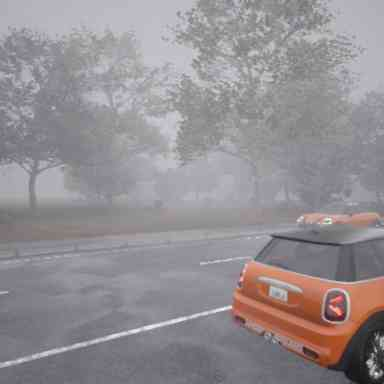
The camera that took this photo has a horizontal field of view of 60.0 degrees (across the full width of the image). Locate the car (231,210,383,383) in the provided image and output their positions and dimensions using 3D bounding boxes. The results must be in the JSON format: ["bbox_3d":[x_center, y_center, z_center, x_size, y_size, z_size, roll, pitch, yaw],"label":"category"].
[{"bbox_3d":[2.904,1.350,5.530,4.553,1.767,2.097,0,0,-33],"label":"car"}]

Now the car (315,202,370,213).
[{"bbox_3d":[7.400,1.340,16.778,4.553,1.767,2.097,0,0,-30],"label":"car"}]

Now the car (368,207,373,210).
[{"bbox_3d":[10.221,1.491,14.382,4.902,1.511,2.128,0,0,-30],"label":"car"}]
